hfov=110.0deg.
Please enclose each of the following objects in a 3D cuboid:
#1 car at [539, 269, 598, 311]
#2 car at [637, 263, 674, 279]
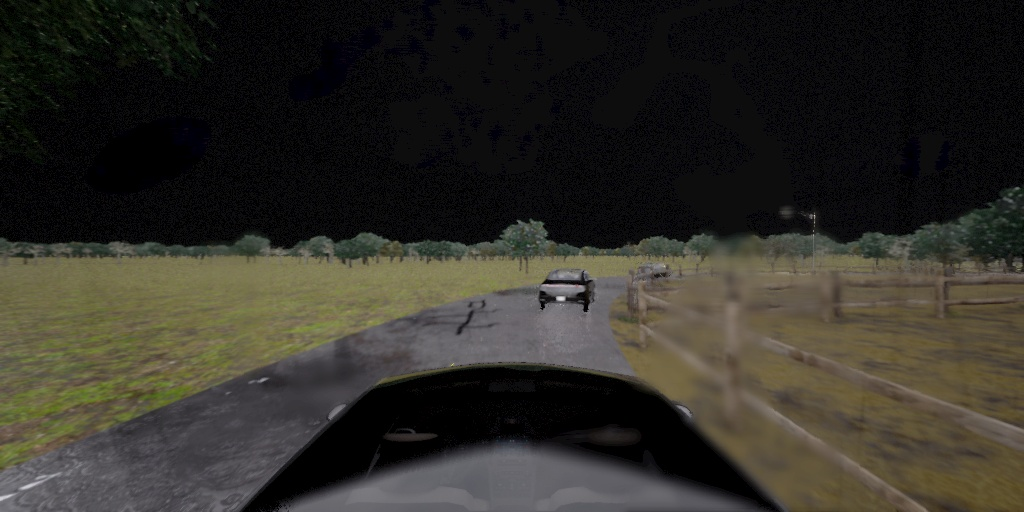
[{"bbox_3d":[2.380,1.260,14.634,2.128,1.511,4.902,0,0,17],"label":"car"},{"bbox_3d":[13.149,1.343,32.616,2.128,1.511,4.902,0,0,44],"label":"car"}]
